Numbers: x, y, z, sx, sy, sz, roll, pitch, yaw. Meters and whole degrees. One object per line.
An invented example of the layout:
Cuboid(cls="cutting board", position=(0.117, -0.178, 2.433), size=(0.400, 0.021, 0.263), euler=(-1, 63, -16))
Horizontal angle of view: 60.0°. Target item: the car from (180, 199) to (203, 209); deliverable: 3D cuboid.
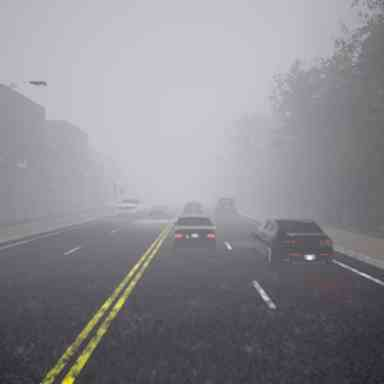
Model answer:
Cuboid(cls="car", position=(0.100, 1.721, 35.190), size=(2.097, 1.767, 4.553), euler=(0, -1, 0))

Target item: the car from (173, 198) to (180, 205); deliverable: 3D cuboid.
Cuboid(cls="car", position=(-3.253, 2.140, 76.036), size=(2.033, 1.411, 5.357), euler=(0, -1, 0))

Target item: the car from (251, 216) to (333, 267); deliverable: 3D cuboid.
Cuboid(cls="car", position=(3.350, 1.631, 11.877), size=(1.837, 1.490, 4.892), euler=(0, -1, 0))

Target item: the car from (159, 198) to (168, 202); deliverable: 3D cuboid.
Cuboid(cls="car", position=(-6.504, 2.118, 77.429), size=(1.837, 1.490, 4.892), euler=(0, -1, 0))

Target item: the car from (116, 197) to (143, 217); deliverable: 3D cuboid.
Cuboid(cls="car", position=(-6.596, 1.599, 35.743), size=(2.150, 2.045, 5.566), euler=(0, -1, 0))

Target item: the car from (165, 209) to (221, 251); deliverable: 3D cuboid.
Cuboid(cls="car", position=(0.100, 1.705, 14.888), size=(2.033, 1.411, 5.357), euler=(0, -1, 0))

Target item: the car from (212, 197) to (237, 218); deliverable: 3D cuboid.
Cuboid(cls="car", position=(3.350, 1.586, 34.729), size=(2.150, 2.045, 5.566), euler=(0, -1, 0))

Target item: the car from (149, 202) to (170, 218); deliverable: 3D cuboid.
Cuboid(cls="car", position=(-3.349, 1.963, 34.474), size=(1.895, 1.301, 4.718), euler=(0, -1, 0))
